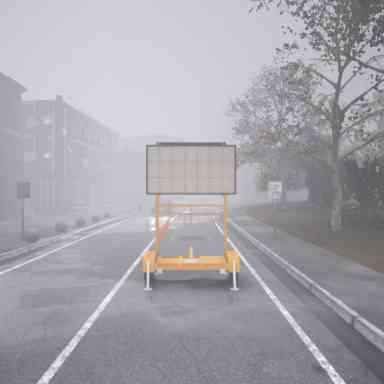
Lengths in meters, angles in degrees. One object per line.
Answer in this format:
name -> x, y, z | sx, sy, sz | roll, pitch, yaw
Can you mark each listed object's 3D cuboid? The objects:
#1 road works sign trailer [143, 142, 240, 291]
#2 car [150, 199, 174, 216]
road works sign trailer -> -0.021, 0.467, 9.013 | 2.380, 3.560, 2.880 | 0, 0, 0
car -> -2.923, 1.502, 33.056 | 2.128, 1.511, 4.902 | 0, 0, 5
